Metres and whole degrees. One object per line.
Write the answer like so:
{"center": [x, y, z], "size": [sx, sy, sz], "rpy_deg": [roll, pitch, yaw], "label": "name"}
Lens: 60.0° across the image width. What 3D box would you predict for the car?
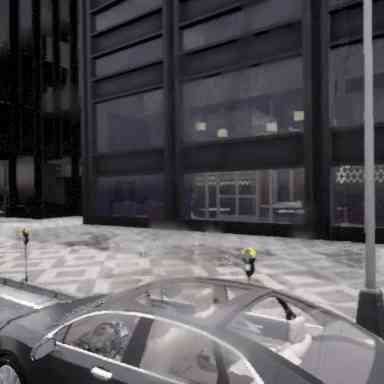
{"center": [-0.213, 1.534, 3.144], "size": [4.403, 1.369, 2.008], "rpy_deg": [-1, 0, 34], "label": "car"}
